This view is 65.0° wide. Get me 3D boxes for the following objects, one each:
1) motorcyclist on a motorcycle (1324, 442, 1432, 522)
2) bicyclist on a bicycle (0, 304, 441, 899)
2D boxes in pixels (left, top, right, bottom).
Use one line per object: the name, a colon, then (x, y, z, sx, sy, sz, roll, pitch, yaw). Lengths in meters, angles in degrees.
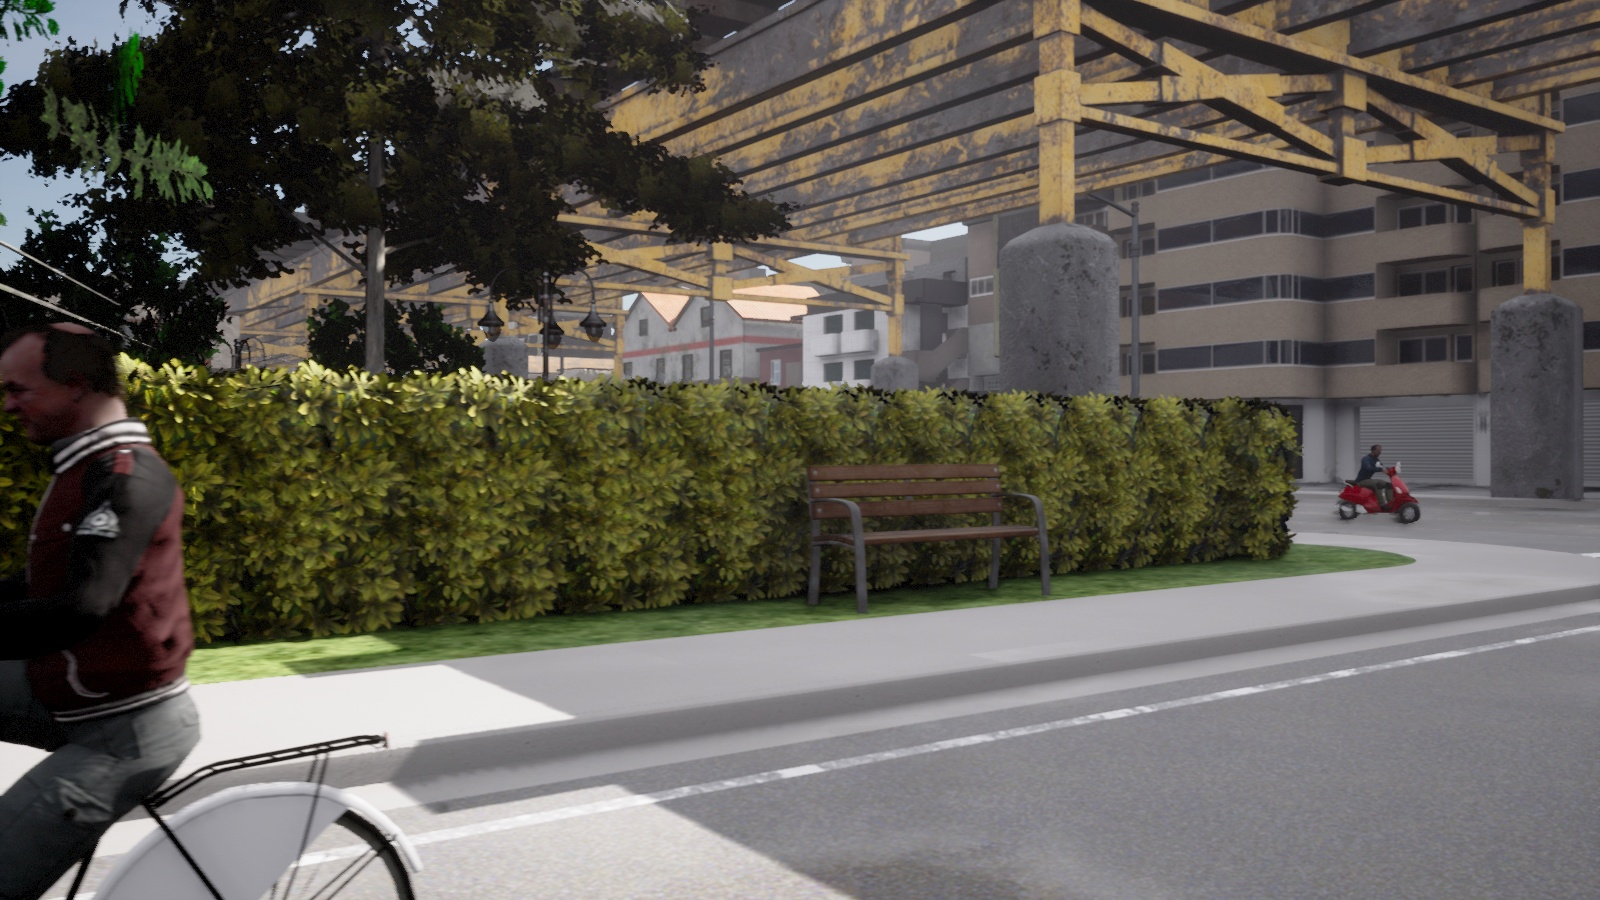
motorcyclist on a motorcycle: (11.815, 0.624, 25.698, 0.866, 1.590, 1.817, 0, 0, -35)
bicyclist on a bicycle: (-1.724, 0.626, 2.462, 1.843, 1.776, 0.659, 0, 0, -35)
